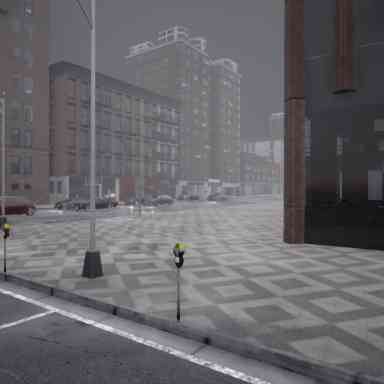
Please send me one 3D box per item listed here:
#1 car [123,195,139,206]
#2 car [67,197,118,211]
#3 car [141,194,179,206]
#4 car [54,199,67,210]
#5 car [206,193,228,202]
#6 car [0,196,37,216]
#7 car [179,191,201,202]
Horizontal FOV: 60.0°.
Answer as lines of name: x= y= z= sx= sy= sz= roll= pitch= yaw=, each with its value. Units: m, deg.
car: x=-6.929 y=0.997 z=44.259 sx=1.837 sy=1.490 sz=4.892 roll=0 pitch=1 yaw=36
car: x=-10.019 y=1.246 z=34.403 sx=1.895 sy=1.301 sz=4.718 roll=0 pitch=1 yaw=36
car: x=-4.175 y=1.032 z=42.526 sx=1.812 sy=1.442 sz=4.674 roll=0 pitch=1 yaw=36
car: x=-12.742 y=1.194 z=36.215 sx=1.994 sy=1.385 sz=4.181 roll=0 pitch=1 yaw=34
car: x=4.108 y=0.882 z=53.936 sx=1.994 sy=1.385 sz=4.181 roll=0 pitch=1 yaw=36
car: x=-15.265 y=1.124 z=27.106 sx=2.097 sy=1.767 sz=4.553 roll=0 pitch=1 yaw=36
car: x=-0.528 y=0.701 z=53.102 sx=2.097 sy=1.767 sz=4.553 roll=0 pitch=1 yaw=36
